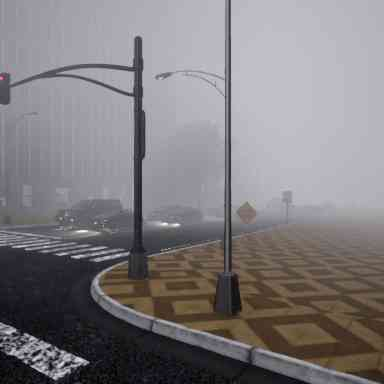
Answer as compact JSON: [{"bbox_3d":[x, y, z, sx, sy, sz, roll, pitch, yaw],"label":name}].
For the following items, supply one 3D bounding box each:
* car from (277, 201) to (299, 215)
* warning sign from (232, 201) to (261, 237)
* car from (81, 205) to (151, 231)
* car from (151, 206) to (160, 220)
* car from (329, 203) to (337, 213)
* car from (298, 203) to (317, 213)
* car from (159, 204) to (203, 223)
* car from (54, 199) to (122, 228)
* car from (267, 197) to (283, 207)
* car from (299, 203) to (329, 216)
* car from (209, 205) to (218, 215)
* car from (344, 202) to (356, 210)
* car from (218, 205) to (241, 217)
[{"bbox_3d":[13.493,2.373,46.108,1.812,1.442,4.674,0,-1,33],"label":"car"},{"bbox_3d":[3.052,1.454,18.587,1.300,1.860,1.060,1,1,33],"label":"warning sign"},{"bbox_3d":[-5.194,1.883,23.270,1.994,1.385,4.181,0,-1,33],"label":"car"},{"bbox_3d":[-2.465,2.001,33.536,1.837,1.490,4.892,0,-1,33],"label":"car"},{"bbox_3d":[21.748,2.537,53.041,1.837,1.490,4.892,0,-1,33],"label":"car"},{"bbox_3d":[19.012,2.593,54.795,1.994,1.385,4.181,0,-1,33],"label":"car"},{"bbox_3d":[-0.662,2.033,30.336,1.994,1.385,4.181,0,-1,32],"label":"car"},{"bbox_3d":[-7.643,1.547,25.467,2.150,2.045,5.566,0,-1,33],"label":"car"},{"bbox_3d":[13.565,1.777,52.322,2.150,2.045,5.566,0,-1,33],"label":"car"},{"bbox_3d":[16.457,2.406,44.704,2.033,1.411,5.357,0,-1,33],"label":"car"},{"bbox_3d":[4.014,2.312,43.622,1.895,1.301,4.718,0,-1,32],"label":"car"},{"bbox_3d":[31.403,2.770,65.984,1.801,1.575,5.366,0,-1,33],"label":"car"},{"bbox_3d":[5.308,2.268,39.624,1.895,1.301,4.718,0,-1,33],"label":"car"}]
